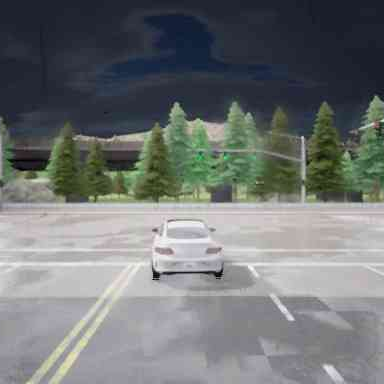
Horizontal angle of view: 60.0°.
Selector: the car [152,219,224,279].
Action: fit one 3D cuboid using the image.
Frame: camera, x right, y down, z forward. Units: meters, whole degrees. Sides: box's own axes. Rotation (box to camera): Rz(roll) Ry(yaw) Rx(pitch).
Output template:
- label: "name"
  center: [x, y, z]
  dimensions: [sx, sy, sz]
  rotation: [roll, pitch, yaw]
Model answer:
- label: "car"
  center: [-0.219, 1.521, 9.923]
  dimensions: [1.812, 1.442, 4.674]
  rotation: [0, 0, -4]
